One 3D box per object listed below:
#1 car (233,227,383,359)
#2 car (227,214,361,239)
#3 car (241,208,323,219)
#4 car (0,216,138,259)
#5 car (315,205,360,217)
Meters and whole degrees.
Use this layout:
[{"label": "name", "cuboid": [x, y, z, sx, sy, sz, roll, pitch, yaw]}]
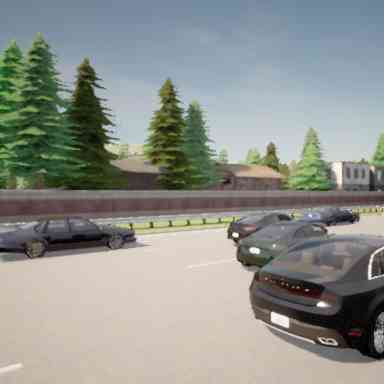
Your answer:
[{"label": "car", "cuboid": [3.181, 1.534, 6.069, 4.892, 1.490, 1.837, 0, 0, -36]}, {"label": "car", "cuboid": [3.391, 1.621, 10.557, 4.181, 1.385, 1.994, 0, 0, -36]}, {"label": "car", "cuboid": [3.651, 1.611, 15.083, 4.674, 1.442, 1.812, 0, 0, -36]}, {"label": "car", "cuboid": [-4.912, 1.655, 13.151, 5.357, 1.411, 2.033, 0, 0, -36]}, {"label": "car", "cuboid": [10.082, 1.666, 24.121, 5.357, 1.411, 2.033, 0, 0, -36]}]
